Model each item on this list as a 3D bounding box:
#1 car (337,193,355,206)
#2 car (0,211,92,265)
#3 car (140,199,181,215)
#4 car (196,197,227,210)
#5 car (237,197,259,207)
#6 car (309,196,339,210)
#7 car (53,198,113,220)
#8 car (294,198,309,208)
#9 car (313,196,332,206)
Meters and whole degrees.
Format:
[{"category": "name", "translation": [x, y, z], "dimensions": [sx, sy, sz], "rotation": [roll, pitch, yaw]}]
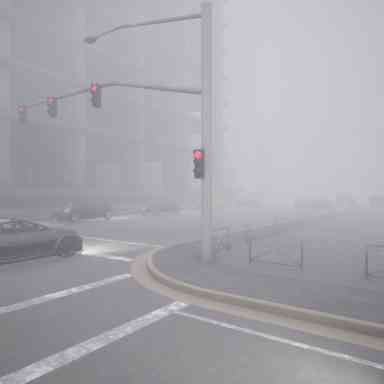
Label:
[{"category": "car", "translation": [24.587, 1.166, 53.328], "dimensions": [2.150, 2.045, 5.566], "rotation": [0, 0, 35]}, {"category": "car", "translation": [-5.640, 1.532, 10.595], "dimensions": [1.994, 1.385, 4.181], "rotation": [0, 0, 35]}, {"category": "car", "translation": [-3.052, 1.436, 32.829], "dimensions": [2.128, 1.511, 4.902], "rotation": [0, 0, 35]}, {"category": "car", "translation": [2.401, 1.422, 40.515], "dimensions": [1.882, 1.535, 5.008], "rotation": [0, 0, 36]}, {"category": "car", "translation": [8.264, 1.470, 48.729], "dimensions": [1.812, 1.442, 4.674], "rotation": [0, 0, 36]}, {"category": "car", "translation": [16.883, 1.508, 42.465], "dimensions": [1.994, 1.385, 4.181], "rotation": [0, 0, 36]}, {"category": "car", "translation": [-8.317, 1.296, 25.406], "dimensions": [2.097, 1.767, 4.553], "rotation": [0, 0, 36]}, {"category": "car", "translation": [16.116, 1.508, 47.425], "dimensions": [1.994, 1.385, 4.181], "rotation": [0, 0, 35]}, {"category": "car", "translation": [21.864, 1.422, 55.539], "dimensions": [1.882, 1.535, 5.008], "rotation": [0, 0, 35]}]
